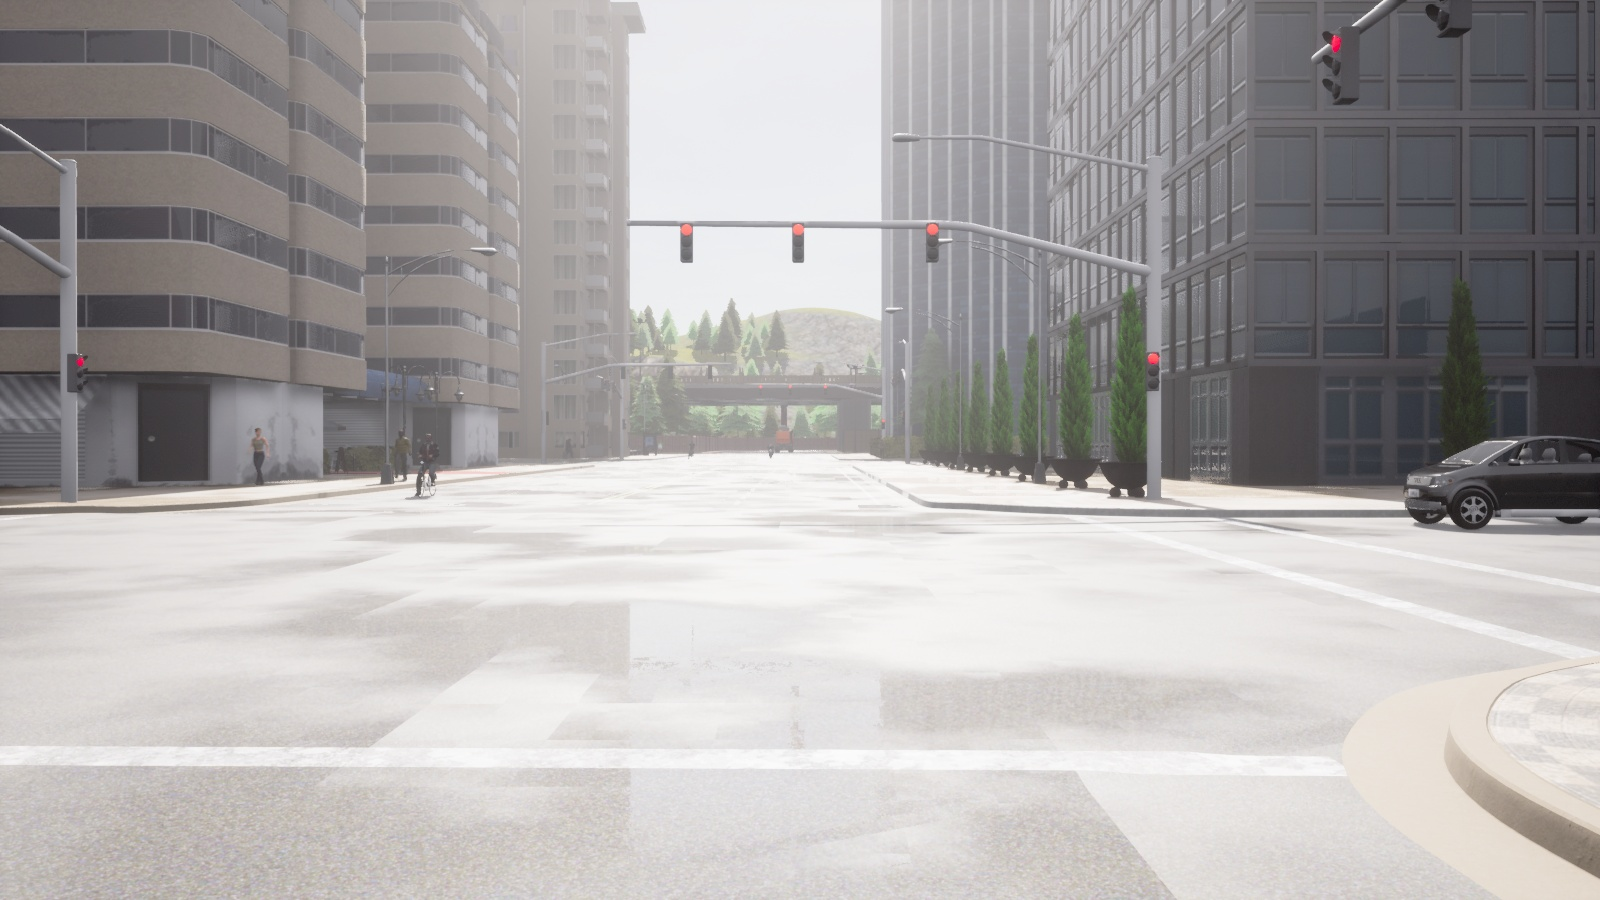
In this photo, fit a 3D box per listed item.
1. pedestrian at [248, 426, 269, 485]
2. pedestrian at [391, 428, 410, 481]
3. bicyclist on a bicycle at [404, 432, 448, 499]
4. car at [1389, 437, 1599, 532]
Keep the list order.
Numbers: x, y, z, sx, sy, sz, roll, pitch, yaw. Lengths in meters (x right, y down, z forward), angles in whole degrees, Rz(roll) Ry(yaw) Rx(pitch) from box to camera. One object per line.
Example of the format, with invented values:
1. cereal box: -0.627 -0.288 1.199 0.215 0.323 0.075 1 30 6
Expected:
1. pedestrian: -16.971 0.169 39.347 0.345 1.836 0.594 0 0 7
2. pedestrian: -13.973 0.145 43.936 0.370 1.835 0.726 0 0 5
3. bicyclist on a bicycle: -10.291 0.413 34.589 0.659 1.776 1.843 0 0 0
4. car: 12.269 0.559 21.319 3.705 1.549 1.789 0 0 1
